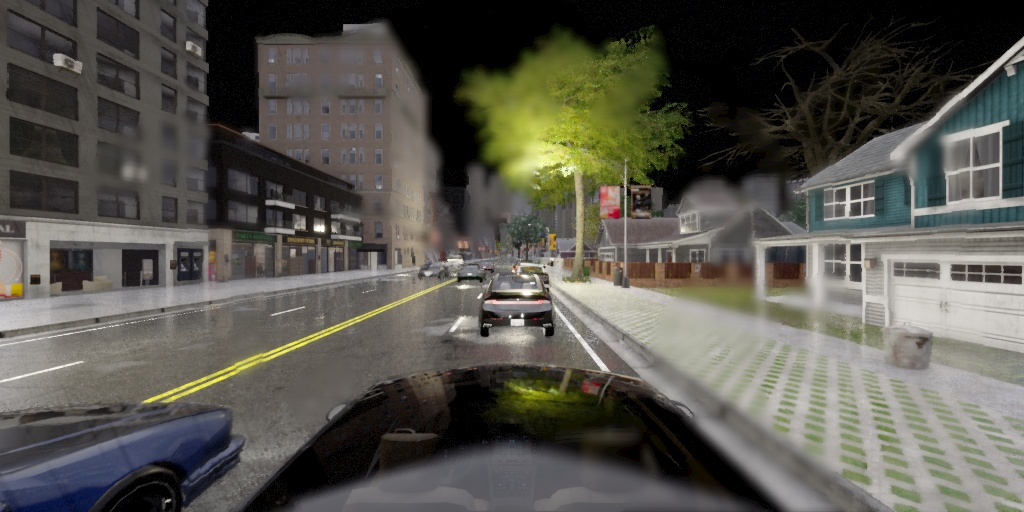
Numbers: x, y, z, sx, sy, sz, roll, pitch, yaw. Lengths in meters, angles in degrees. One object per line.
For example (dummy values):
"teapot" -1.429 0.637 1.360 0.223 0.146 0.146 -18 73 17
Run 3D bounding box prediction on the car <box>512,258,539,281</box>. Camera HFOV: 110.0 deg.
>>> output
"car" 1.051 1.080 30.380 2.097 1.767 4.553 0 0 0

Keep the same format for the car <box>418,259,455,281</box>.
"car" -6.523 1.221 30.265 2.128 1.511 4.902 0 0 0

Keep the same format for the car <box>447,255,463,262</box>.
"car" -9.651 0.922 60.946 2.150 2.045 5.566 0 0 1

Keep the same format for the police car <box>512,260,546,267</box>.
"police car" 1.025 1.164 20.520 1.930 1.638 5.238 0 0 0

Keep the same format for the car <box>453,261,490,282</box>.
"car" -3.081 1.295 28.255 1.994 1.385 4.181 0 0 0

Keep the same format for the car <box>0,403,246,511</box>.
"car" -3.155 1.297 0.495 2.033 1.411 5.357 0 0 0

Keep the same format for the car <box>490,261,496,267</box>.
"car" -3.041 1.264 43.061 2.033 1.411 5.357 0 0 0

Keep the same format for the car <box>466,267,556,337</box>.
"car" 0.121 1.238 10.270 2.128 1.511 4.902 0 0 0
